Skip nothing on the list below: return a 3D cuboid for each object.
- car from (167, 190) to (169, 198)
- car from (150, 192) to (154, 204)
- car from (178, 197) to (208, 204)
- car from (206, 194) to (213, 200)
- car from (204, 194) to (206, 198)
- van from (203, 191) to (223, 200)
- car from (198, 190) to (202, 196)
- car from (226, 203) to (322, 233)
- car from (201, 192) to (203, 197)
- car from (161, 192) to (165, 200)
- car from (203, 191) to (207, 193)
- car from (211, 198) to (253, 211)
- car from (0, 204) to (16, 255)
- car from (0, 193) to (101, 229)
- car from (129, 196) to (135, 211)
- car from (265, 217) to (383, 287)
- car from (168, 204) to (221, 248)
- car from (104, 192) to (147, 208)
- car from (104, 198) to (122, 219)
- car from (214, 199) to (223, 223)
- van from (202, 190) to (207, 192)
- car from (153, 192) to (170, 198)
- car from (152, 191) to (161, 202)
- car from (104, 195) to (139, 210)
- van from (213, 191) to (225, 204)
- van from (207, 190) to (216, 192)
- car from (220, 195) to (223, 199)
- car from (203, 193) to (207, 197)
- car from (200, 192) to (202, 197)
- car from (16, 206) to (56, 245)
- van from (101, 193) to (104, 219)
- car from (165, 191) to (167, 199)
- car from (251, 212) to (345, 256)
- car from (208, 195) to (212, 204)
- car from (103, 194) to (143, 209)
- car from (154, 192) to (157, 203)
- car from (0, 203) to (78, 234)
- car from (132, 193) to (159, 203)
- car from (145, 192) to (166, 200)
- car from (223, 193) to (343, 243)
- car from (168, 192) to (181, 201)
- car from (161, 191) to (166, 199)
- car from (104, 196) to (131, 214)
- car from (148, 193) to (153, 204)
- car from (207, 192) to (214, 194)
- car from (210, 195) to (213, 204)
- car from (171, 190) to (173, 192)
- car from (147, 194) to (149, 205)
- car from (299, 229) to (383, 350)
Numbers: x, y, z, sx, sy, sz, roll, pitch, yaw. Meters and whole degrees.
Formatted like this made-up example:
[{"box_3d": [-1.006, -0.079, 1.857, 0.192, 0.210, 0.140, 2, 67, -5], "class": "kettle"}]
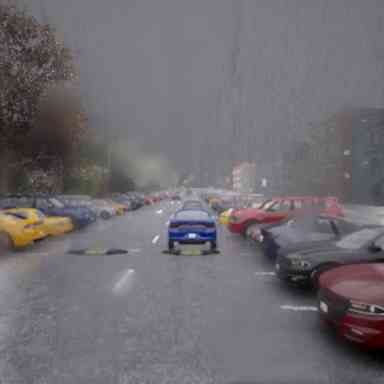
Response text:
[{"box_3d": [-8.502, 0.830, 74.646, 5.566, 2.045, 2.435, 0, 0, 0], "class": "car"}, {"box_3d": [-8.463, 1.151, 49.707, 4.553, 1.767, 2.185, 0, 0, 0], "class": "car"}, {"box_3d": [0.027, 1.480, 28.949, 2.033, 1.411, 5.357, 0, 0, 0], "class": "car"}, {"box_3d": [4.762, 1.331, 41.368, 5.366, 1.575, 1.946, 0, 0, 0], "class": "car"}, {"box_3d": [4.614, 1.306, 49.719, 4.792, 1.488, 2.163, 0, 0, 0], "class": "car"}, {"box_3d": [4.723, 0.855, 74.641, 4.442, 1.987, 1.878, 0, 0, 0], "class": "van"}, {"box_3d": [4.632, 0.852, 71.982, 5.566, 2.045, 2.435, 0, 0, 0], "class": "car"}, {"box_3d": [4.563, 1.470, 19.102, 5.008, 1.535, 2.097, 0, 0, 0], "class": "car"}, {"box_3d": [4.588, 1.194, 60.852, 4.892, 1.521, 2.231, 0, 0, 0], "class": "car"}, {"box_3d": [-8.451, 1.178, 66.418, 4.792, 1.488, 2.163, 0, 0, 0], "class": "car"}, {"box_3d": [4.623, 1.090, 58.066, 4.553, 1.767, 2.185, 0, 0, 0], "class": "car"}, {"box_3d": [4.572, 1.393, 38.585, 4.674, 1.452, 2.002, 0, 0, 0], "class": "car"}, {"box_3d": [-8.561, 1.389, 10.596, 4.553, 1.767, 2.185, 0, 0, 0], "class": "car"}, {"box_3d": [-8.494, 1.219, 19.073, 5.566, 2.045, 2.435, 0, 0, 0], "class": "car"}, {"box_3d": [-8.517, 1.389, 33.000, 4.892, 1.521, 2.231, 0, 0, 0], "class": "car"}, {"box_3d": [4.552, 1.517, 7.962, 5.008, 1.535, 2.097, 0, 0, 0], "class": "car"}, {"box_3d": [0.021, 1.455, 14.444, 1.882, 1.535, 5.008, 0, -1, 0], "class": "car"}, {"box_3d": [-8.477, 1.102, 38.569, 5.566, 2.045, 2.435, 0, 0, 0], "class": "car"}, {"box_3d": [-8.518, 1.462, 27.430, 4.674, 1.452, 2.002, 0, 0, 0], "class": "car"}, {"box_3d": [4.374, 1.451, 21.885, 5.366, 1.575, 1.946, 0, 0, 0], "class": "car"}, {"box_3d": [4.718, 0.900, 69.199, 4.442, 1.987, 1.878, 0, 0, 0], "class": "van"}, {"box_3d": [-8.427, 0.816, 91.482, 4.553, 1.767, 2.185, 0, 0, 0], "class": "car"}, {"box_3d": [-8.463, 0.984, 55.278, 5.566, 2.045, 2.435, 0, 0, 0], "class": "car"}, {"box_3d": [-8.536, 1.400, 35.783, 4.792, 1.488, 2.163, 0, 0, 0], "class": "car"}, {"box_3d": [4.450, 1.179, 30.233, 4.442, 1.987, 1.878, 0, 0, 0], "class": "van"}, {"box_3d": [4.699, 1.071, 46.870, 4.442, 1.987, 1.878, 0, 0, 0], "class": "van"}, {"box_3d": [4.593, 1.313, 24.542, 4.553, 1.767, 2.185, 0, 0, 0], "class": "car"}, {"box_3d": [4.587, 1.276, 55.285, 4.674, 1.452, 2.002, 0, 0, 0], "class": "car"}, {"box_3d": [4.606, 1.150, 66.418, 4.892, 1.521, 2.231, 0, 0, 0], "class": "car"}, {"box_3d": [-8.522, 1.503, 13.382, 5.008, 1.535, 2.097, 0, 0, 0], "class": "car"}, {"box_3d": [-8.404, 1.228, 21.859, 4.442, 1.987, 1.878, 0, 0, 0], "class": "van"}, {"box_3d": [-8.661, 1.101, 71.864, 5.366, 1.575, 1.946, 0, 0, 0], "class": "car"}, {"box_3d": [4.579, 1.543, 10.750, 4.792, 1.488, 2.163, 0, 0, 0], "class": "car"}, {"box_3d": [4.577, 1.370, 35.801, 5.008, 1.535, 2.097, 0, 0, 0], "class": "car"}, {"box_3d": [-8.472, 1.209, 41.353, 4.553, 1.767, 2.185, 0, 0, 0], "class": "car"}, {"box_3d": [-8.498, 1.256, 52.493, 5.008, 1.535, 2.097, 0, 0, 0], "class": "car"}, {"box_3d": [-8.710, 1.483, 16.290, 5.366, 1.575, 1.946, 0, 0, 0], "class": "car"}, {"box_3d": [-8.517, 1.067, 60.848, 4.553, 1.767, 2.185, 0, 0, 0], "class": "car"}, {"box_3d": [-8.439, 0.931, 77.557, 4.553, 1.767, 2.185, 0, 0, 0], "class": "car"}, {"box_3d": [4.526, 1.235, 16.317, 5.566, 2.045, 2.435, 0, 0, 0], "class": "car"}, {"box_3d": [-3.436, 1.221, 71.679, 1.895, 1.301, 4.718, 0, 0, 0], "class": "car"}, {"box_3d": [-8.484, 1.126, 69.204, 5.008, 1.535, 2.097, 0, 0, 0], "class": "car"}, {"box_3d": [-8.518, 1.405, 30.215, 5.008, 1.535, 2.097, 0, 0, 0], "class": "car"}, {"box_3d": [-8.493, 1.296, 46.924, 5.008, 1.535, 2.097, 0, 0, 0], "class": "car"}, {"box_3d": [4.611, 1.190, 44.150, 4.553, 1.767, 2.185, 0, 0, 0], "class": "car"}, {"box_3d": [4.564, 1.388, 33.018, 5.008, 1.535, 2.097, 0, 0, 0], "class": "car"}, {"box_3d": [-8.490, 0.713, 88.695, 5.566, 2.045, 2.435, 0, 0, 0], "class": "car"}, {"box_3d": [-8.503, 1.355, 44.140, 4.674, 1.452, 2.002, 0, 0, 0], "class": "car"}, {"box_3d": [4.551, 1.512, 5.173, 5.008, 1.535, 2.097, 0, 0, 0], "class": "car"}]
